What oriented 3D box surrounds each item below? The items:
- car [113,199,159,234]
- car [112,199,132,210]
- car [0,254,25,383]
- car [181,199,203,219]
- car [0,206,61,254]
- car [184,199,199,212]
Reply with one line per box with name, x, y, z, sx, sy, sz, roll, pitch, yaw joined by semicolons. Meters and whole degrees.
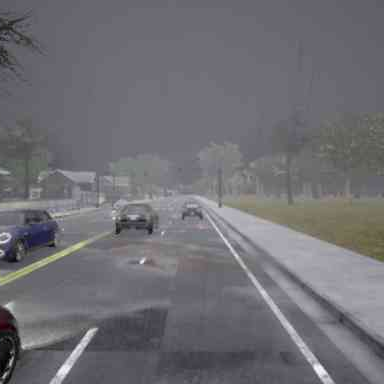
car;-3.198;1.459;20.211;2.097;1.767;4.553;0;0;0
car;-9.872;1.787;47.310;1.812;1.442;4.674;0;0;0
car;-3.147;1.588;2.555;1.994;1.385;4.181;0;0;0
car;0.024;1.669;30.384;1.812;1.442;4.674;0;0;0
car;-6.627;1.434;12.219;2.097;1.767;4.553;0;0;0
car;-0.078;1.710;43.409;1.837;1.490;4.892;0;0;0
